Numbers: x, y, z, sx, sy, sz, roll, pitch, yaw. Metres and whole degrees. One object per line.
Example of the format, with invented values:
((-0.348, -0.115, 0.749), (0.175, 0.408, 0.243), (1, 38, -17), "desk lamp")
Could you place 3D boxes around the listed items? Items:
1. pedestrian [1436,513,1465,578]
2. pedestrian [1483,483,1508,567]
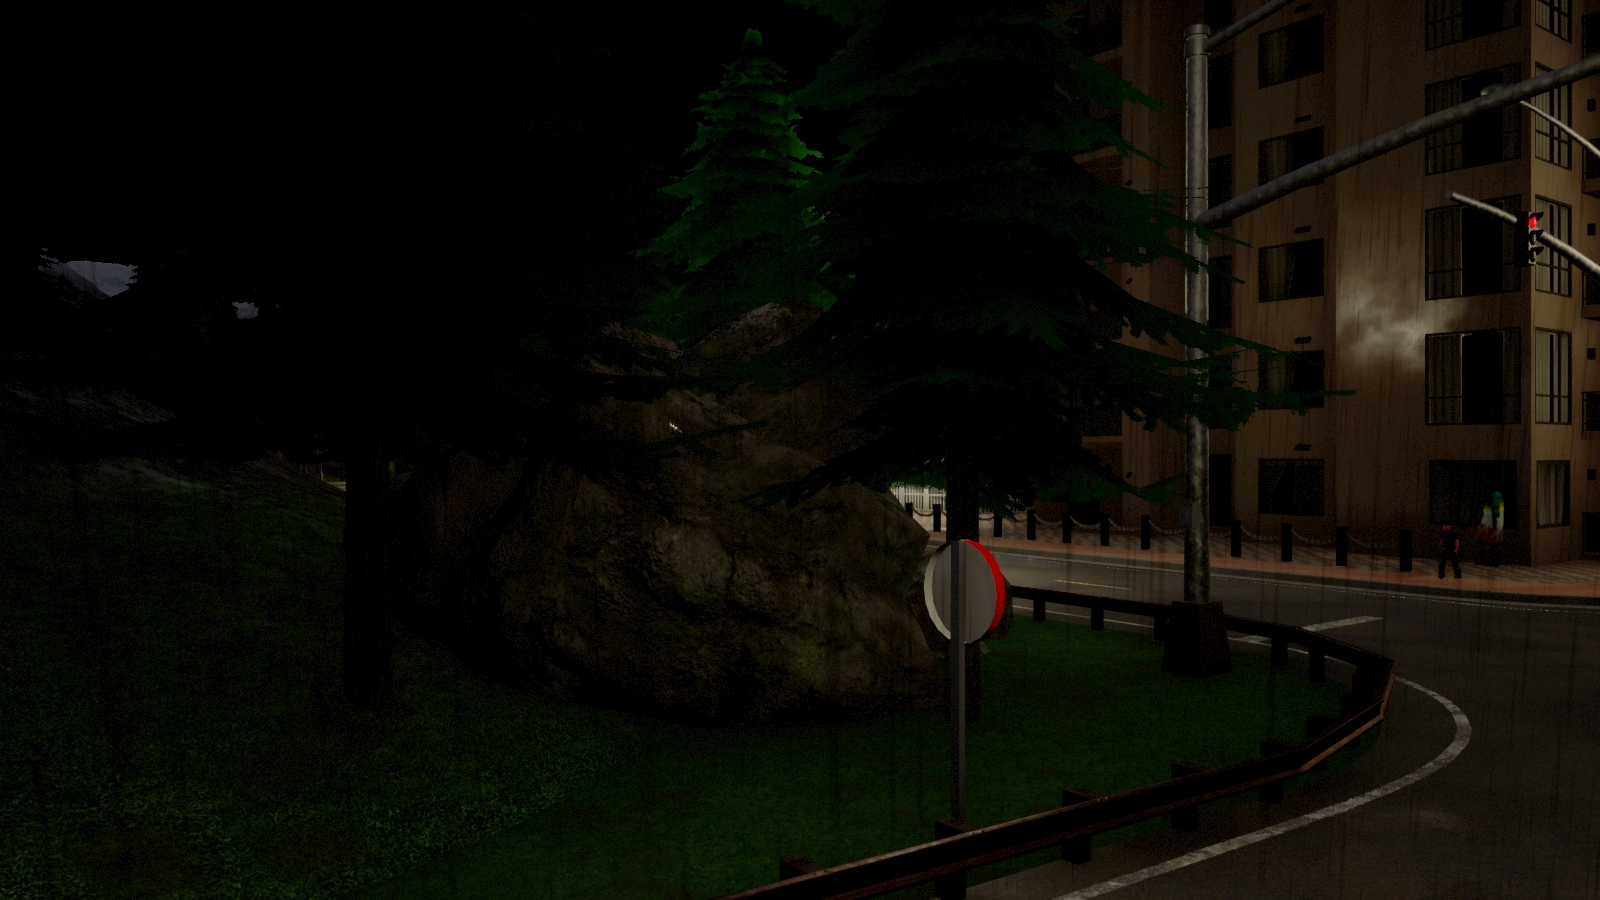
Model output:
((13.441, 1.976, 23.610), (0.375, 1.300, 0.375), (0, 0, -31), "pedestrian")
((15.703, 1.677, 25.803), (0.375, 1.860, 0.375), (0, 0, -40), "pedestrian")
